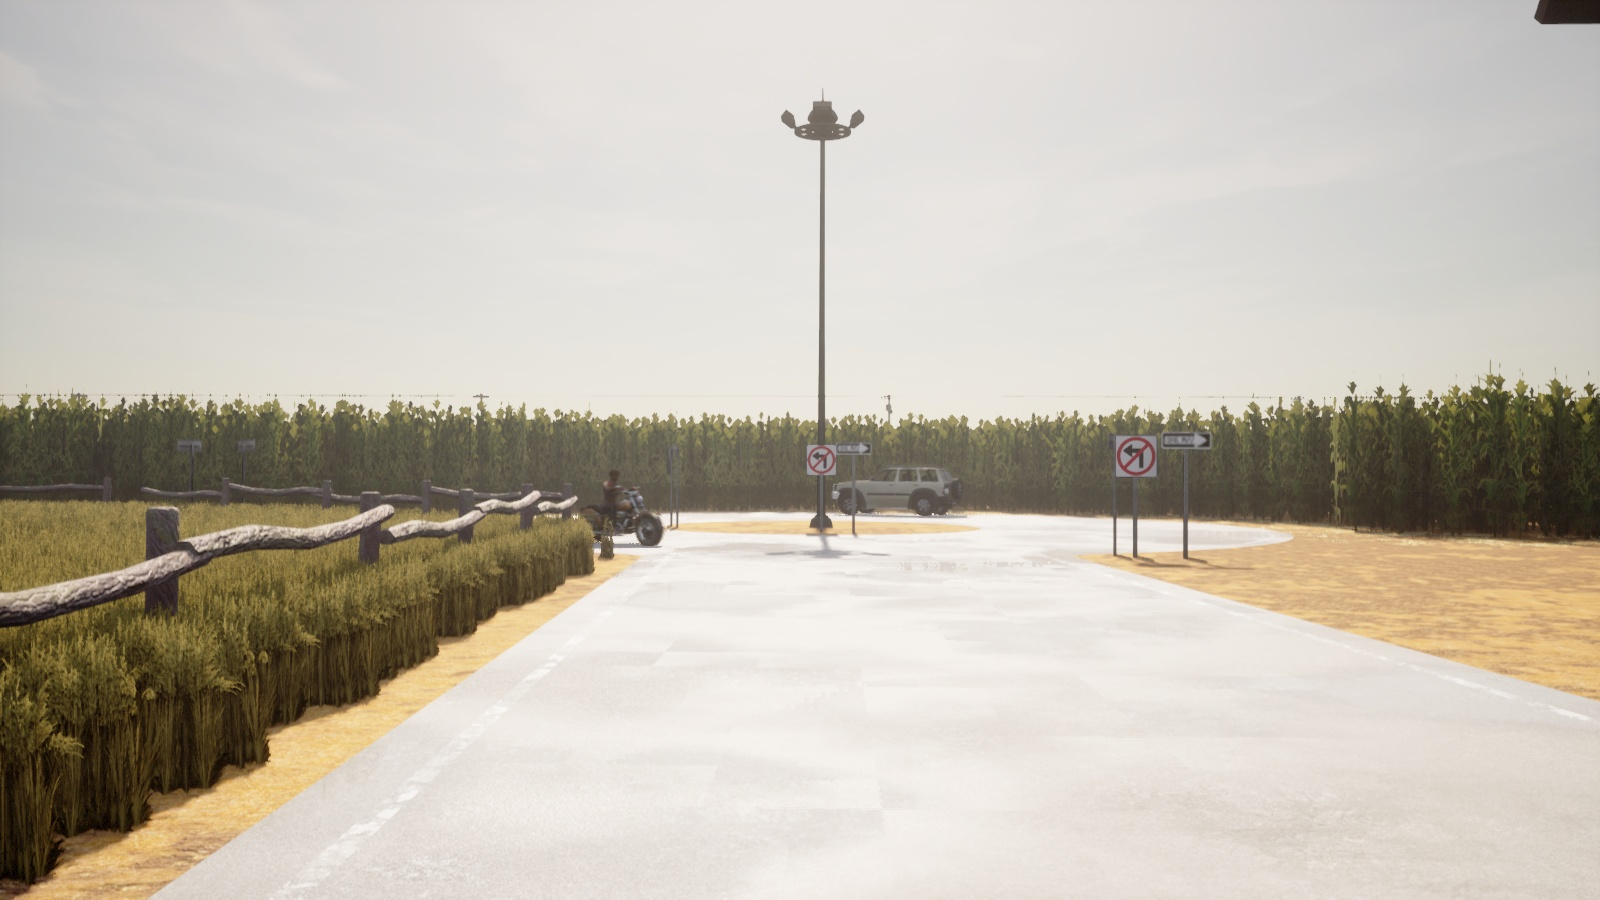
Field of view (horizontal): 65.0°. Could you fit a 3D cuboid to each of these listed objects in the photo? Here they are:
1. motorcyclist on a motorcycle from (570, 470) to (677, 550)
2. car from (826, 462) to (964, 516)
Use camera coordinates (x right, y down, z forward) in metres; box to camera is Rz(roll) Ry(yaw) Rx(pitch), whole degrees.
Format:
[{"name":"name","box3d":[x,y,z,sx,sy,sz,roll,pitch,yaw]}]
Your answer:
[{"name":"motorcyclist on a motorcycle","box3d":[-3.757,1.245,26.648,2.350,1.649,0.766,-1,-1,35]},{"name":"car","box3d":[3.429,1.410,45.424,4.605,1.855,1.932,-1,-2,24]}]
